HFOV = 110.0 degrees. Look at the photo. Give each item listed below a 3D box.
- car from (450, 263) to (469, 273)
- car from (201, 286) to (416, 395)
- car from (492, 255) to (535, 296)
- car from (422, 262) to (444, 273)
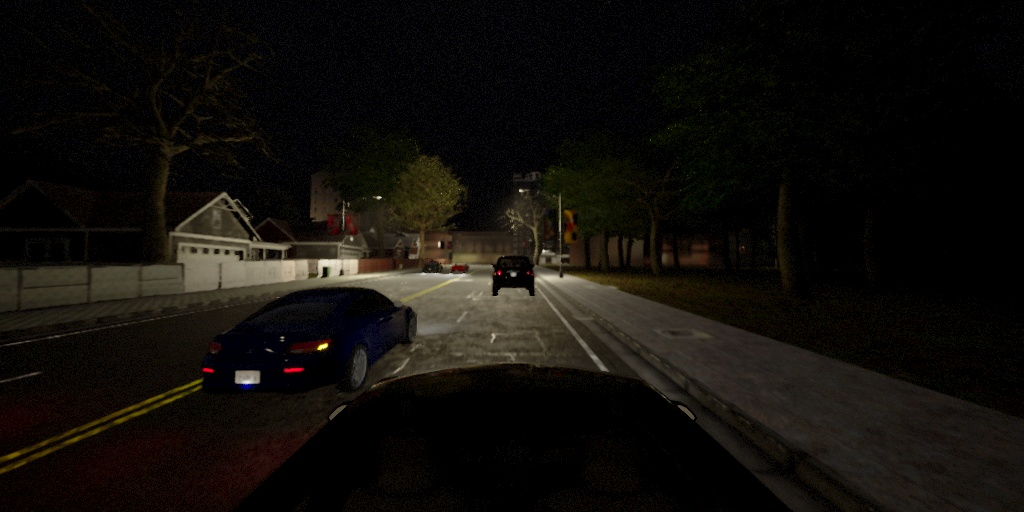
[{"bbox_3d":[-6.568,1.478,45.309,1.895,1.301,4.718,0,0,0],"label":"car"},{"bbox_3d":[-3.154,1.279,6.575,1.812,1.442,4.674,0,0,0],"label":"car"},{"bbox_3d":[0.070,0.984,19.759,2.150,2.045,5.566,0,0,0],"label":"car"},{"bbox_3d":[-9.822,1.401,44.776,1.994,1.385,4.181,0,0,0],"label":"car"}]
